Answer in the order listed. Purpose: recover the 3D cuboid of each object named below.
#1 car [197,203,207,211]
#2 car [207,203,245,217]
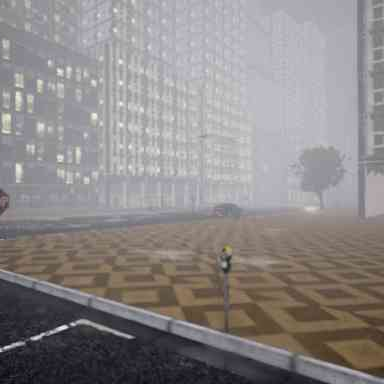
[{"bbox_3d":[2.807,2.288,51.490,1.895,1.301,4.718,0,-1,37],"label":"car"},{"bbox_3d":[4.092,1.937,36.651,1.837,1.490,4.892,0,-1,36],"label":"car"}]
